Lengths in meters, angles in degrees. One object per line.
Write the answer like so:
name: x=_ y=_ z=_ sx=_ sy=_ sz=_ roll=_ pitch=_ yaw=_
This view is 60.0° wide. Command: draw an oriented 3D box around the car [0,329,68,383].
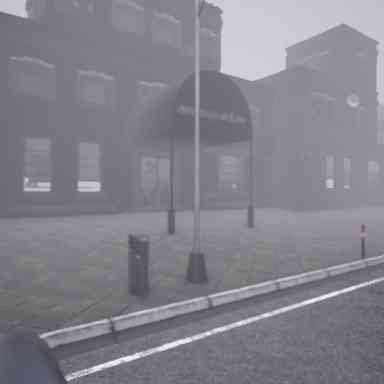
car: x=-3.127 y=1.548 z=1.144 sx=5.357 sy=1.411 sz=2.033 roll=0 pitch=0 yaw=-35
